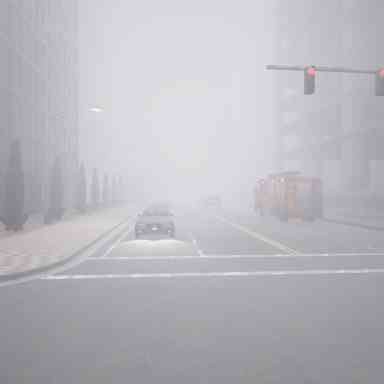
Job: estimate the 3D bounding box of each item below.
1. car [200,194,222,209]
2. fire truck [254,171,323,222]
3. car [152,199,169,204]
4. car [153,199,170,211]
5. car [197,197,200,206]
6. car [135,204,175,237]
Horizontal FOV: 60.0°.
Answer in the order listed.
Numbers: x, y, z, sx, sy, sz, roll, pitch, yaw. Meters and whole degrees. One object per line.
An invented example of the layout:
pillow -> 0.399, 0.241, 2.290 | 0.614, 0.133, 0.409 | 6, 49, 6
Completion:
car -> 2.895, 1.279, 47.050 | 2.150, 2.045, 5.566 | 0, 0, -4
fire truck -> 7.858, 0.387, 28.331 | 2.891, 3.827, 8.468 | 0, 0, -5
car -> -2.816, 1.594, 28.711 | 2.033, 1.411, 5.357 | 0, 0, -5
car -> -3.830, 1.616, 41.764 | 1.994, 1.385, 4.181 | 0, 0, -4
car -> 2.028, 1.415, 57.433 | 2.097, 1.767, 4.553 | 0, 0, -5
car -> -1.975, 1.605, 18.107 | 1.994, 1.385, 4.181 | 0, 0, -5
